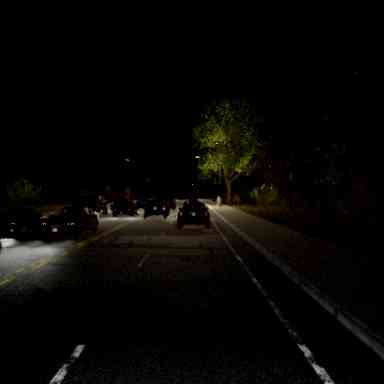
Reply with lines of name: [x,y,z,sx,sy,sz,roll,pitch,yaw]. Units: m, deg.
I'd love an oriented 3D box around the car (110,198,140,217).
car: [-6.519,1.655,32.855,1.812,1.442,4.674,0,0,1]

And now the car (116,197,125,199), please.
car: [-9.743,1.535,45.773,2.097,1.767,4.553,0,0,0]

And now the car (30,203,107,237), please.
car: [-6.575,1.568,18.423,2.128,1.511,4.902,0,0,0]

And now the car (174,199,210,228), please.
car: [0.103,1.446,22.966,2.097,1.767,4.553,0,0,0]

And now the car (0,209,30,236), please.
car: [-9.834,1.642,18.814,1.994,1.385,4.181,0,0,0]

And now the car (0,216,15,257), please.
car: [-6.585,1.560,8.196,1.812,1.442,4.674,0,0,0]

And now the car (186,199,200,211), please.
car: [0.100,1.673,45.263,1.837,1.490,4.892,0,-1,0]

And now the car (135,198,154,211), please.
car: [-6.493,1.659,45.687,1.882,1.535,5.008,0,0,0]

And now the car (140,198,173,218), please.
car: [-3.231,1.476,31.329,2.097,1.767,4.553,0,0,0]

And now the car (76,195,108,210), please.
car: [-9.773,1.351,32.203,2.150,2.045,5.566,0,-1,0]
